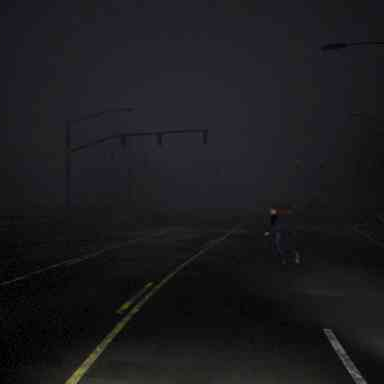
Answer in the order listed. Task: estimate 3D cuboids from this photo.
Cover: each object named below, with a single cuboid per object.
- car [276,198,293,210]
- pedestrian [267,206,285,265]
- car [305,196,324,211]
[{"bbox_3d":[11.712,1.443,41.988,2.128,1.511,4.902,0,0,18],"label":"car"},{"bbox_3d":[2.593,1.294,10.260,0.375,1.860,0.375,0,0,15],"label":"pedestrian"},{"bbox_3d":[15.164,1.303,41.320,2.097,1.767,4.553,0,0,18],"label":"car"}]
